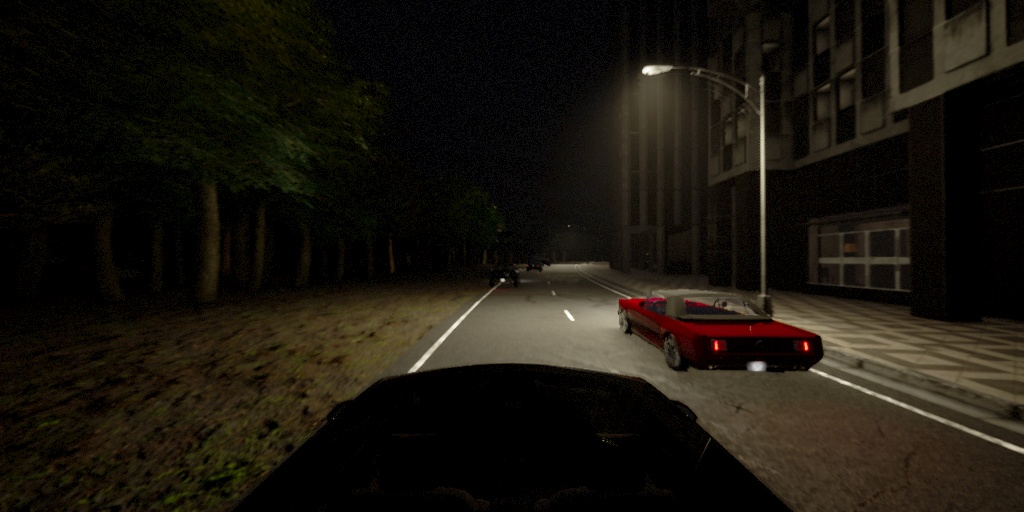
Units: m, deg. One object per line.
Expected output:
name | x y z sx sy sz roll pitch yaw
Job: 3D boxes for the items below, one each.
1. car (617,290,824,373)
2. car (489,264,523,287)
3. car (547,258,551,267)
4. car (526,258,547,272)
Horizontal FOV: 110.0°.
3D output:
car | 3.693 1.358 7.556 1.895 1.301 4.718 0 0 1
car | -0.416 1.246 24.534 1.837 1.490 4.892 0 0 4
car | 5.725 1.075 63.416 1.882 1.535 5.008 0 0 11
car | 2.885 1.229 45.344 2.033 1.411 5.357 0 0 8
